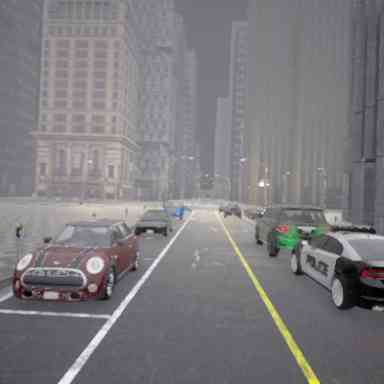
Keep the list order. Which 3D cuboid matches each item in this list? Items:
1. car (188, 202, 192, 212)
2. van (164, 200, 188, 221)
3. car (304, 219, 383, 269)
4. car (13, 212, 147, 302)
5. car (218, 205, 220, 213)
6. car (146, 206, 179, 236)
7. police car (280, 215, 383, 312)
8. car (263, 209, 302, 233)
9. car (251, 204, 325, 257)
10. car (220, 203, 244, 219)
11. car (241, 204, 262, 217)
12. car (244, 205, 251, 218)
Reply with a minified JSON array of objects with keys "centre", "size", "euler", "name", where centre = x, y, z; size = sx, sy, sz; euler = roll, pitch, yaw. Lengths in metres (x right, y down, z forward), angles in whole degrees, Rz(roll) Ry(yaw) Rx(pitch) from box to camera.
[{"centre":[-0.907,2.085,47.704],"size":[2.008,1.369,4.403],"euler":[2,-1,2],"name":"car"},{"centre":[-1.607,1.653,30.800],"size":[1.690,1.788,3.998],"euler":[2,-1,2],"name":"van"},{"centre":[6.190,1.965,13.532],"size":[1.947,1.339,4.313],"euler":[2,-1,2],"name":"car"},{"centre":[-2.553,1.447,8.256],"size":[1.967,1.590,4.097],"euler":[2,-1,2],"name":"car"},{"centre":[4.882,2.321,48.245],"size":[1.994,1.385,4.181],"euler":[2,-1,3],"name":"car"},{"centre":[-2.086,1.726,19.527],"size":[1.947,1.339,4.313],"euler":[2,-1,2],"name":"car"},{"centre":[3.997,1.681,8.519],"size":[1.930,1.638,5.238],"euler":[2,-1,0],"name":"police car"},{"centre":[6.670,2.079,24.973],"size":[1.752,1.417,4.829],"euler":[2,-1,2],"name":"car"},{"centre":[4.158,1.557,14.468],"size":[2.150,2.045,5.566],"euler":[2,-1,2],"name":"car"},{"centre":[4.468,2.119,37.156],"size":[1.837,1.490,4.892],"euler":[2,0,3],"name":"car"},{"centre":[7.369,2.326,41.710],"size":[2.008,1.369,4.403],"euler":[2,-1,2],"name":"car"},{"centre":[7.137,2.141,36.076],"size":[1.967,1.590,4.097],"euler":[2,-1,2],"name":"car"}]
